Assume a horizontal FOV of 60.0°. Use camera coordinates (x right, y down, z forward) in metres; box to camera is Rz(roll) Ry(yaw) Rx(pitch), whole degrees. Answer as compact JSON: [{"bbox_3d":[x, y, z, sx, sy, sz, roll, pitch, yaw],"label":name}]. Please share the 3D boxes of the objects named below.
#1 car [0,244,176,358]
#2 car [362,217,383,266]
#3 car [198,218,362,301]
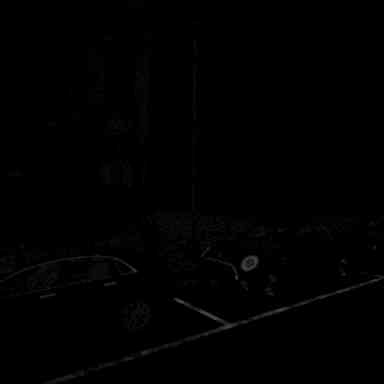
[{"bbox_3d":[-2.338,1.549,5.089,4.403,1.369,2.008,0,1,-36],"label":"car"},{"bbox_3d":[6.543,1.533,11.440,4.507,1.381,1.887,0,1,-36],"label":"car"},{"bbox_3d":[2.104,1.432,8.264,4.097,1.590,1.967,0,1,-36],"label":"car"}]
